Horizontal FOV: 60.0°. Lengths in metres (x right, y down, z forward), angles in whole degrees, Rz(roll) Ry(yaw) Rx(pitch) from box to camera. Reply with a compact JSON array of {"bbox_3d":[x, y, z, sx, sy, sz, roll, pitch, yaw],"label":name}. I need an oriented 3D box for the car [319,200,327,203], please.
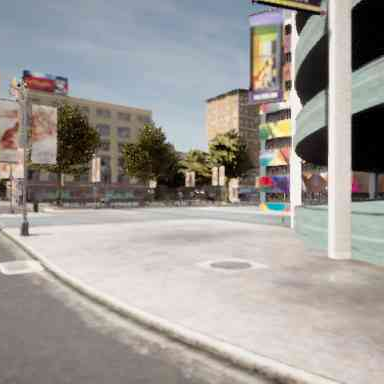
[{"bbox_3d":[16.688,1.683,40.454,4.674,1.452,2.002,1,0,-36],"label":"car"}]
